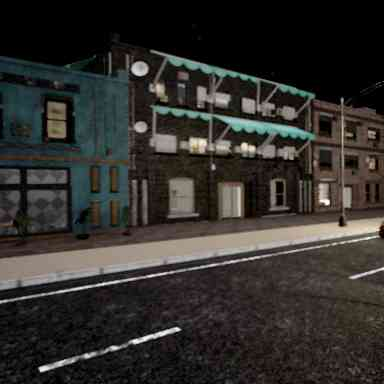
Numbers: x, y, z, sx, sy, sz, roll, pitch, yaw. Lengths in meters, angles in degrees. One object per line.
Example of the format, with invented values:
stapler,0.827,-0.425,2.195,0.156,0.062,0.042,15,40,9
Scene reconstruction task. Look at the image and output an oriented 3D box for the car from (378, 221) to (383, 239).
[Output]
car,10.237,1.441,14.990,4.181,1.385,1.994,-1,0,-36
